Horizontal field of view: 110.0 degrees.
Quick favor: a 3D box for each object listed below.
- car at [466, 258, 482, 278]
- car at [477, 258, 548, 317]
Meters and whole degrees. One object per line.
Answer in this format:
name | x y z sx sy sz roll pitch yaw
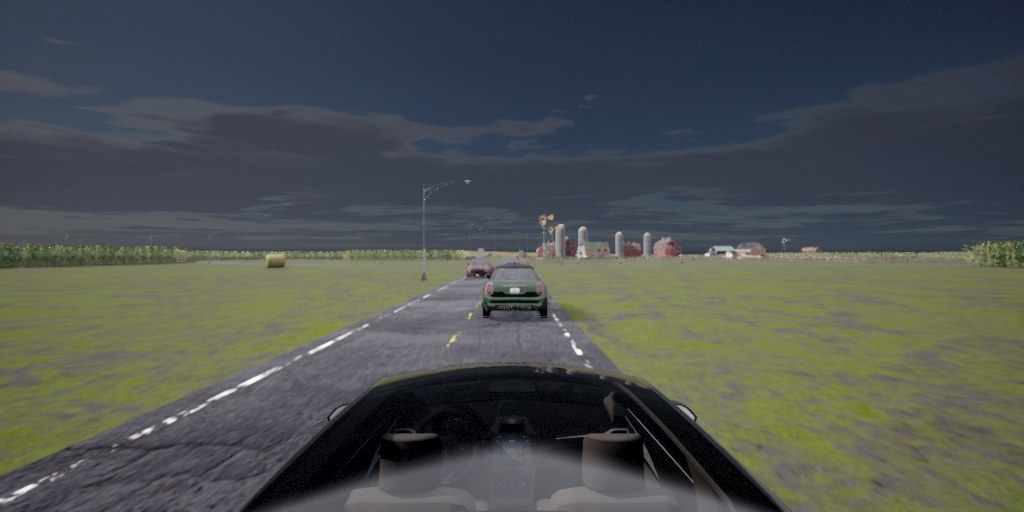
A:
car | -2.844 0.992 31.861 2.097 1.767 4.553 0 0 0
car | 0.092 1.060 13.044 2.097 1.767 4.553 0 0 0
